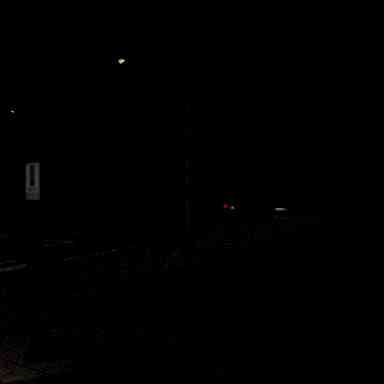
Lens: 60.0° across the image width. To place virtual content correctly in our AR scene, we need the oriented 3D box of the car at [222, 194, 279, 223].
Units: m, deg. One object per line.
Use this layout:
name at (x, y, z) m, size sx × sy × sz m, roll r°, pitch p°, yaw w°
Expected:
car at (4.432, 1.205, 25.669) m, size 2.150 × 2.045 × 5.566 m, roll -1°, pitch 0°, yaw 35°

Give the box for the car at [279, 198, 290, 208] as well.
car at (13.083, 1.615, 49.095) m, size 1.812 × 1.442 × 4.674 m, roll -1°, pitch -1°, yaw 35°
